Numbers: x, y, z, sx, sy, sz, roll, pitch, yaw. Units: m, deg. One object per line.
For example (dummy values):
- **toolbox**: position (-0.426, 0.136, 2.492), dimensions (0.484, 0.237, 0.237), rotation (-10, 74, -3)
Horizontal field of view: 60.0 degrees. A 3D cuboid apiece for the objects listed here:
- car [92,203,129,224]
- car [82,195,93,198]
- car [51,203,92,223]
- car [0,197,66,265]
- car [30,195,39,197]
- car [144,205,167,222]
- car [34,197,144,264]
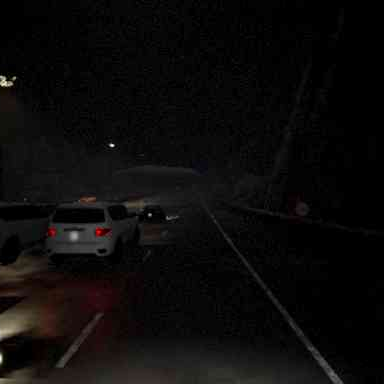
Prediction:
- **car**: position (-6.810, 1.740, 28.396), dimensions (1.837, 1.490, 4.892), rotation (0, 0, 1)
- **car**: position (-20.580, 1.457, 65.238), dimensions (2.097, 1.767, 4.553), rotation (0, 1, 0)
- **car**: position (-10.304, 1.768, 28.814), dimensions (1.812, 1.442, 4.674), rotation (0, 0, 1)
- **car**: position (-6.934, 1.374, 12.497), dimensions (2.150, 2.045, 5.566), rotation (0, 0, 1)
- **car**: position (-31.078, 1.485, 65.297), dimensions (2.097, 1.767, 4.553), rotation (0, 1, 0)
- **car**: position (-3.310, 1.788, 28.357), dimensions (1.994, 1.385, 4.181), rotation (0, 0, 1)
- **car**: position (-3.434, 1.365, 12.478), dimensions (2.150, 2.045, 5.566), rotation (0, 0, 1)
